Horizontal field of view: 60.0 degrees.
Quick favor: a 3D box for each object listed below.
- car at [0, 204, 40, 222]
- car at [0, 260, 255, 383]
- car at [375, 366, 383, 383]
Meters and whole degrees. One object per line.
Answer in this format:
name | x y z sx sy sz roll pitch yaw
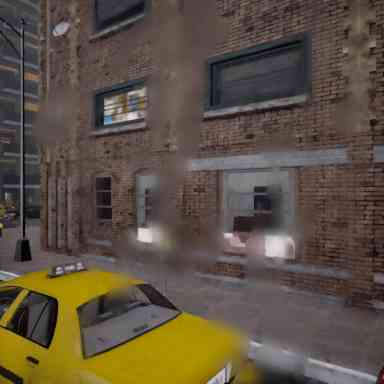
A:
car | -14.287 1.840 29.896 1.837 1.490 4.892 0 -1 35
car | -1.675 1.525 4.072 4.829 1.417 1.752 0 0 36
car | 3.090 1.315 0.674 5.009 1.841 2.192 0 0 35
